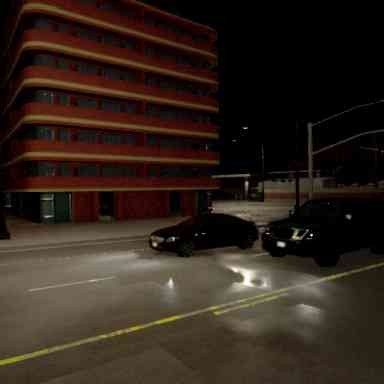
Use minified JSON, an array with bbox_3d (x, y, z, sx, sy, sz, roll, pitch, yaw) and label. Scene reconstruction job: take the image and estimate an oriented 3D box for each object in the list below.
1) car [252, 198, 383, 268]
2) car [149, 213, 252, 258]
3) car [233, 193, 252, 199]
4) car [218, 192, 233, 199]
[{"bbox_3d":[4.997,1.246,11.819,5.566,2.045,2.150,0,0,-35],"label":"car"},{"bbox_3d":[0.599,1.564,12.995,4.674,1.442,1.812,0,0,-35],"label":"car"},{"bbox_3d":[12.907,1.061,81.965,3.806,1.475,1.970,-1,1,-35],"label":"car"},{"bbox_3d":[8.936,0.930,86.187,4.611,1.667,2.242,-1,1,-35],"label":"car"}]
